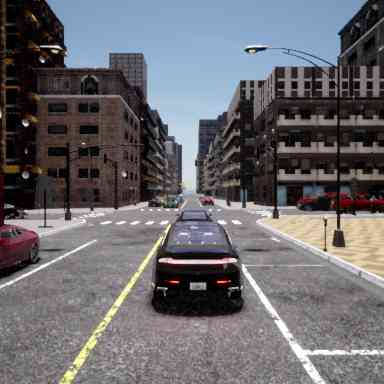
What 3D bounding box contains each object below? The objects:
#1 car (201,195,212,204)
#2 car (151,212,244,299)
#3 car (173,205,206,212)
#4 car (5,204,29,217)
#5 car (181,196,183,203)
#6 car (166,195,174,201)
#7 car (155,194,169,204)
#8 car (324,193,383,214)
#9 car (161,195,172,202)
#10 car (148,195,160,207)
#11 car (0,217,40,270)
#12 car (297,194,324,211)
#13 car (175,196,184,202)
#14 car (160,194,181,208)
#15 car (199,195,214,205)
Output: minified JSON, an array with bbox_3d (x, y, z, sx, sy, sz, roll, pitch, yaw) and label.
[{"bbox_3d":[2.750,1.462,62.614,1.967,1.590,4.097,0,0,0],"label":"car"},{"bbox_3d":[0.110,1.491,8.439,2.128,1.511,4.902,0,0,0],"label":"car"},{"bbox_3d":[0.115,1.565,17.054,1.994,1.385,4.181,0,0,0],"label":"car"},{"bbox_3d":[-18.140,1.806,31.524,4.902,1.511,2.128,-1,0,0],"label":"car"},{"bbox_3d":[-3.024,1.620,58.136,1.895,1.301,4.718,0,0,0],"label":"car"},{"bbox_3d":[-5.609,1.481,85.351,1.967,1.590,4.097,0,0,0],"label":"car"},{"bbox_3d":[-5.631,1.337,62.620,2.192,1.841,5.009,0,0,0],"label":"car"},{"bbox_3d":[14.722,1.029,29.173,5.009,1.841,2.192,-1,1,0],"label":"car"},{"bbox_3d":[-5.620,1.470,73.985,1.967,1.590,4.097,0,0,0],"label":"car"},{"bbox_3d":[-5.641,1.581,51.255,1.947,1.339,4.313,0,0,0],"label":"car"},{"bbox_3d":[-5.732,1.582,9.232,1.802,1.307,4.206,0,0,0],"label":"car"},{"bbox_3d":[13.486,1.251,34.972,4.674,1.442,1.812,-1,0,0],"label":"car"},{"bbox_3d":[-2.924,1.572,79.072,2.033,1.411,5.357,0,0,0],"label":"car"},{"bbox_3d":[-3.019,1.365,48.203,2.097,1.767,4.553,0,0,0],"label":"car"},{"bbox_3d":[2.744,1.458,56.932,1.967,1.590,4.097,0,0,0],"label":"car"}]
